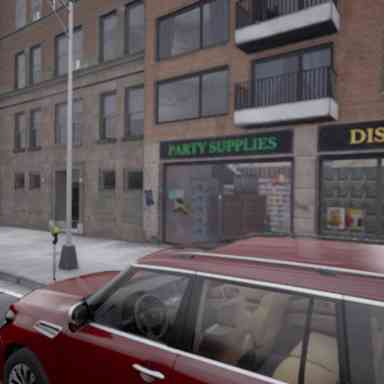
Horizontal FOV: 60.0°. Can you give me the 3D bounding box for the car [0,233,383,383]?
[{"bbox_3d":[0.363,1.308,2.805,5.009,1.841,2.192,0,1,35],"label":"car"}]
